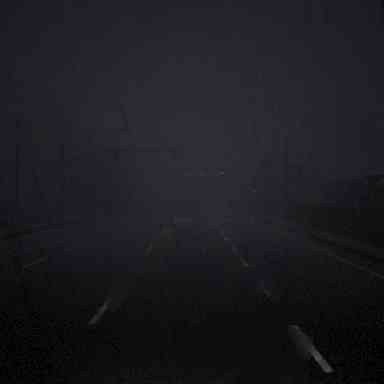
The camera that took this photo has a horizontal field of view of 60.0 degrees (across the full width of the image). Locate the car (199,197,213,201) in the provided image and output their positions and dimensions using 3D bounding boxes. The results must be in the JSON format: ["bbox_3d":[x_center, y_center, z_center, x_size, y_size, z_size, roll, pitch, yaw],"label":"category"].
[{"bbox_3d":[4.700,2.175,94.377,1.837,1.490,4.892,0,-1,34],"label":"car"}]
